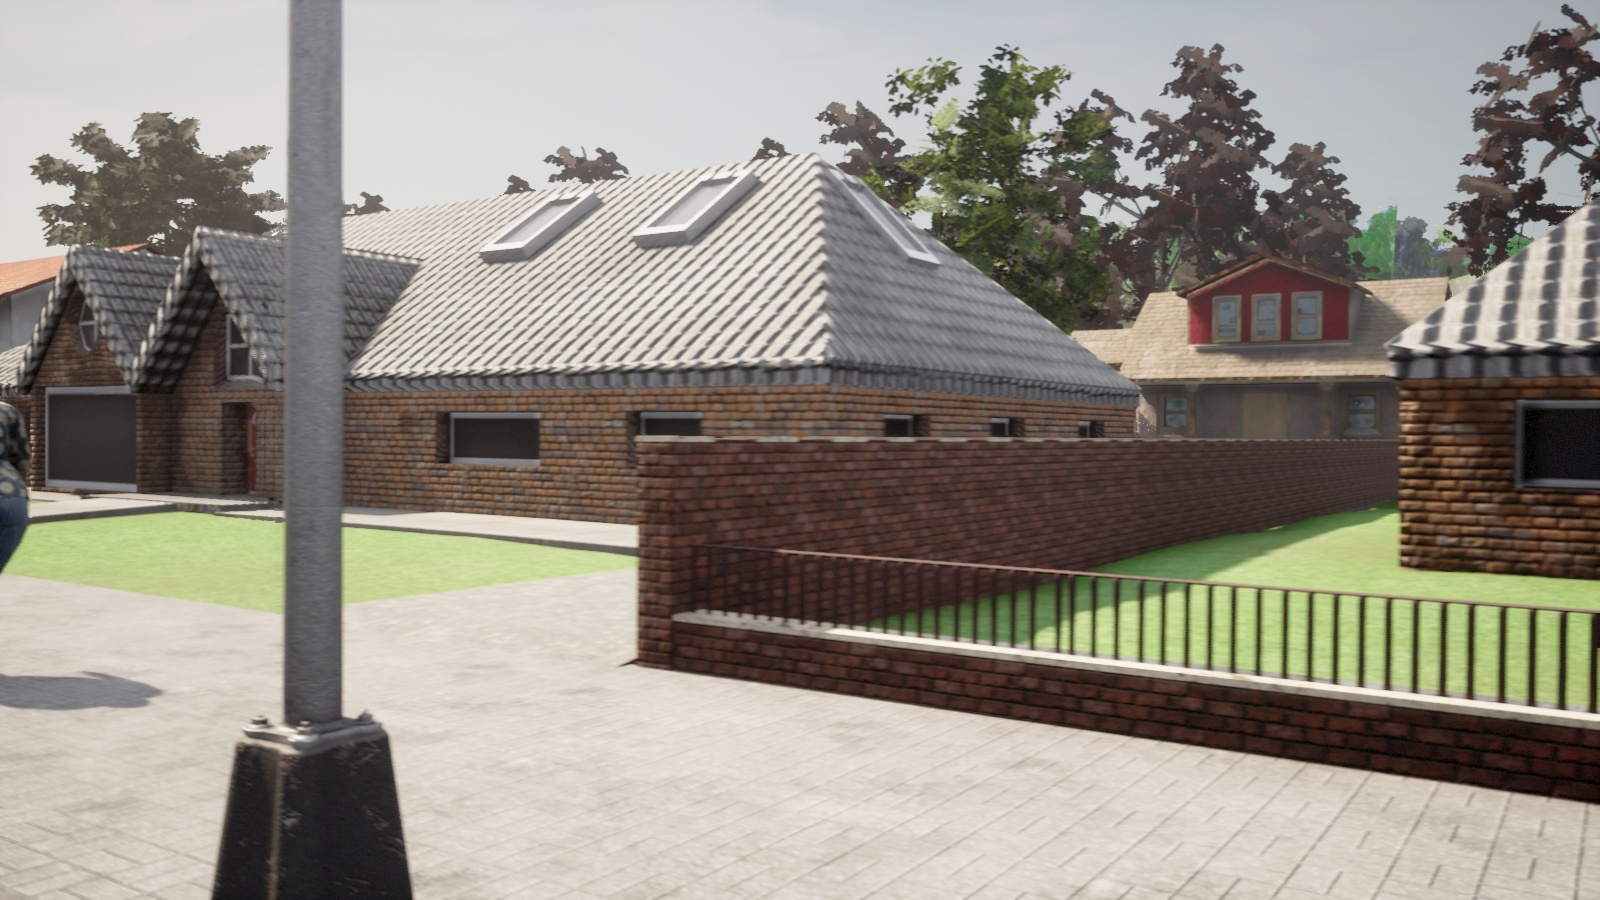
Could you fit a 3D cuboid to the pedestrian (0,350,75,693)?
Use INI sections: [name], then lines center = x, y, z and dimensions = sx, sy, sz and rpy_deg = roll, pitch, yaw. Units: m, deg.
[pedestrian]
center = -4.718, 0.388, 7.050
dimensions = 0.900, 1.855, 0.874
rpy_deg = 0, 1, 44
